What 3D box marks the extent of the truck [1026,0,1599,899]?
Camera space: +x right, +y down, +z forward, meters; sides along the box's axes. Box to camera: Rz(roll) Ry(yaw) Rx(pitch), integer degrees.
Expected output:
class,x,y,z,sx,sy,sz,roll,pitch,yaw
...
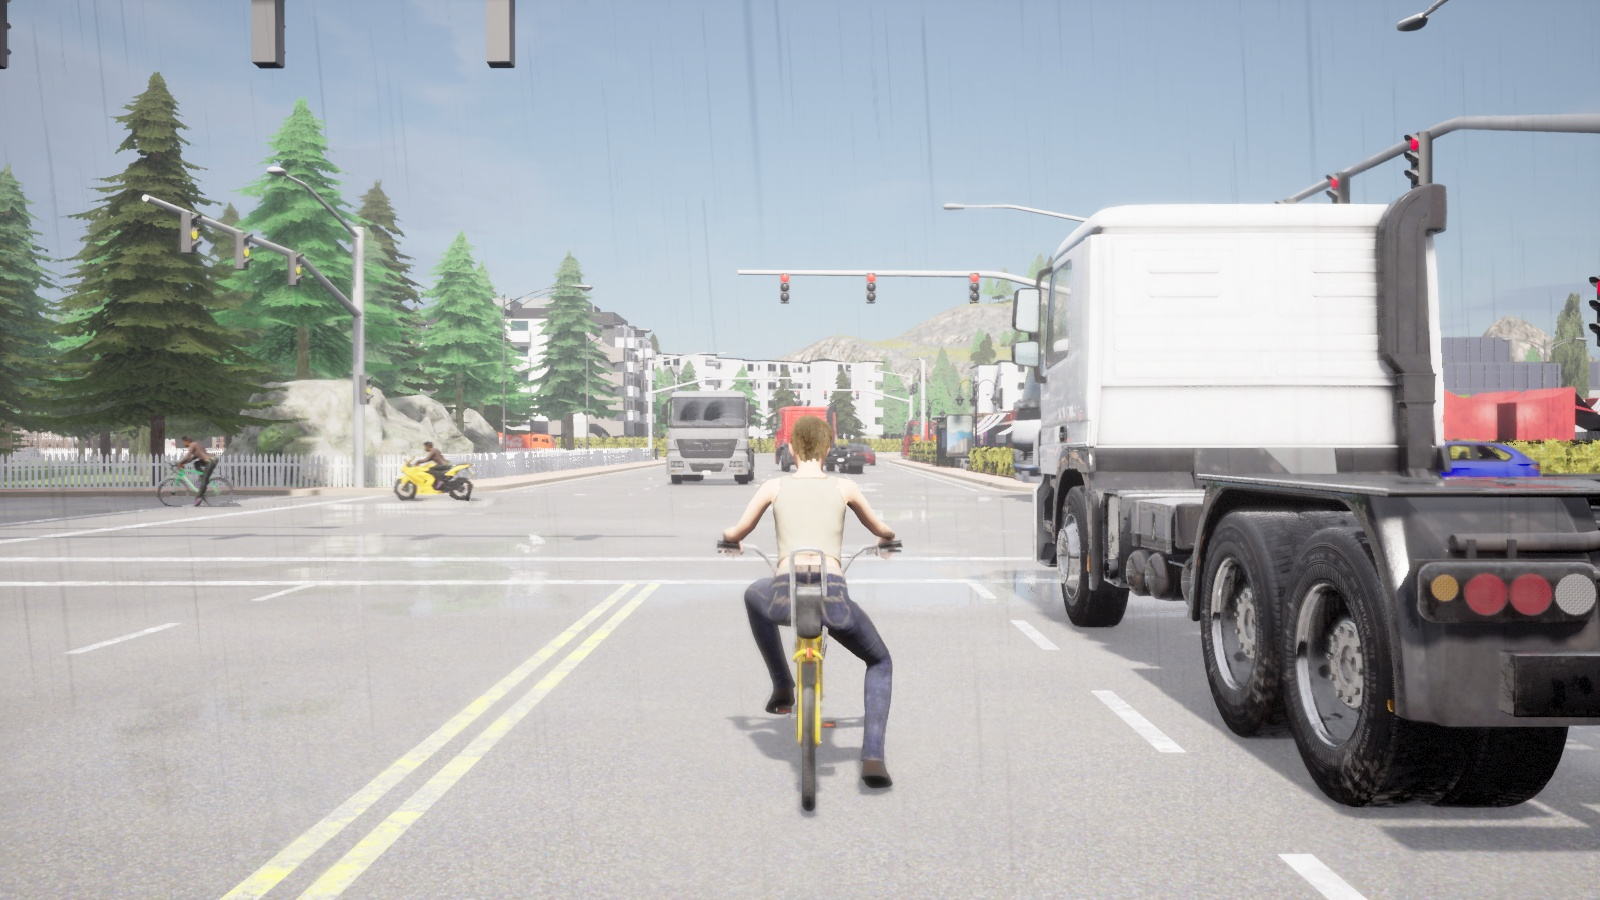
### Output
class,x,y,z,sx,sy,sz,roll,pitch,yaw
truck,3.559,-0.277,7.884,2.891,3.462,7.936,0,0,0

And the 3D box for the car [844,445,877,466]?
class,x,y,z,sx,sy,sz,roll,pitch,yaw
car,3.964,0.346,82.889,1.994,1.385,4.181,0,0,1

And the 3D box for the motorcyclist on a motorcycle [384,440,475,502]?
class,x,y,z,sx,sy,sz,roll,pitch,yaw
motorcyclist on a motorcycle,-9.336,0.521,31.692,2.044,1.523,0.797,0,0,0

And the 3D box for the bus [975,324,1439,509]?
class,x,y,z,sx,sy,sz,roll,pitch,yaw
bus,9.875,-0.834,31.336,10.273,4.253,3.944,0,1,-5

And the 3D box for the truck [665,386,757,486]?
class,x,y,z,sx,sy,sz,roll,pitch,yaw
truck,-3.224,-0.507,47.641,2.891,3.462,7.936,0,0,0

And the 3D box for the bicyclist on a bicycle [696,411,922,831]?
class,x,y,z,sx,sy,sz,roll,pitch,yaw
bicyclist on a bicycle,0.042,0.652,5.576,0.866,1.612,1.509,0,0,1

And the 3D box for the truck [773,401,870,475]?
class,x,y,z,sx,sy,sz,roll,pitch,yaw
truck,0.930,-0.589,62.800,2.891,3.462,7.936,0,0,-14

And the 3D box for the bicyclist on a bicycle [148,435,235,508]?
class,x,y,z,sx,sy,sz,roll,pitch,yaw
bicyclist on a bicycle,-13.599,0.473,28.084,1.656,1.620,0.582,0,1,-3

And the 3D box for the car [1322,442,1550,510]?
class,x,y,z,sx,sy,sz,roll,pitch,yaw
car,14.222,0.557,28.239,4.193,1.474,1.816,0,0,0
